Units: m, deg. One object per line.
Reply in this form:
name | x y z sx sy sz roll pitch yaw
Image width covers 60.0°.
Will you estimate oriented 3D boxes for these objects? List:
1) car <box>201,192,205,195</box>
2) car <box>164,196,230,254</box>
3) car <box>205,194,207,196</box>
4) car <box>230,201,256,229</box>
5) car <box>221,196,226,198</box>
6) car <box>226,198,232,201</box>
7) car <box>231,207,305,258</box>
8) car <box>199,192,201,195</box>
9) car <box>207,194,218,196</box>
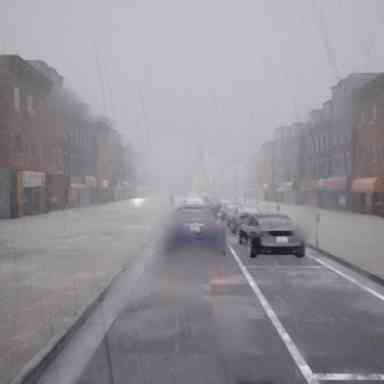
car | 3.089 1.096 62.687 1.887 1.381 4.507 -1 0 0
car | 0.140 1.223 12.988 2.097 1.767 4.553 0 0 1
car | 3.105 1.143 48.215 1.812 1.442 4.674 0 0 0
car | 2.762 1.380 17.683 2.008 1.369 4.403 0 0 0
car | 2.844 1.283 28.934 1.887 1.381 4.507 -1 0 0
car | 2.803 1.364 23.309 1.802 1.307 4.206 -1 0 0
car | 2.722 1.446 12.058 1.947 1.339 4.313 0 1 0
car | 3.212 1.063 79.564 2.008 1.369 4.403 -1 0 0
car | 2.884 1.138 34.559 1.967 1.590 4.097 -1 0 0
